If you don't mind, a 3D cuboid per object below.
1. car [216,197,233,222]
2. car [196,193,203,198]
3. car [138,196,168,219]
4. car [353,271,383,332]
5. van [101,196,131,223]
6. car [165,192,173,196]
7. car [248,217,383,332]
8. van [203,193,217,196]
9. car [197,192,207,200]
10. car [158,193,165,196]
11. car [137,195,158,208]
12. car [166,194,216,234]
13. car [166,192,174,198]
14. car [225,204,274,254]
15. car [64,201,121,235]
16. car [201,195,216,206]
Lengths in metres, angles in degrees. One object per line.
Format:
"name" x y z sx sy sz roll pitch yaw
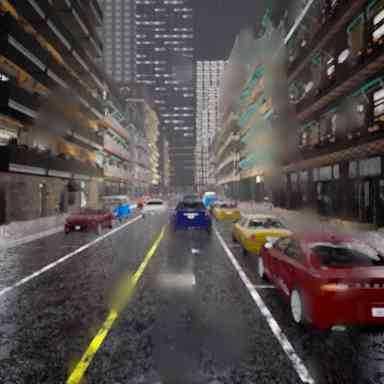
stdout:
"car" 2.403 1.300 23.953 1.752 1.417 4.829 0 0 0
"car" 1.955 0.899 86.368 1.802 1.307 4.206 0 0 0
"car" -2.941 1.312 27.041 1.812 1.442 4.674 0 0 0
"car" 2.567 1.516 1.028 1.887 1.381 4.507 0 1 0
"van" -5.475 1.173 23.716 1.690 1.788 3.998 0 0 0
"car" -5.843 0.888 74.923 1.967 1.590 4.097 0 0 0
"car" 2.527 1.466 6.717 1.887 1.381 4.507 0 1 0
"van" 2.282 0.982 40.850 1.690 1.788 3.998 0 0 0
"car" 2.078 0.871 69.297 1.967 1.590 4.097 0 0 0
"car" -5.680 1.155 52.166 1.887 1.381 4.507 0 0 0
"car" -5.598 1.242 40.787 1.887 1.381 4.507 0 0 0
"car" -0.052 1.192 18.078 2.097 1.767 4.553 0 0 0
"car" -5.965 0.777 91.993 1.967 1.590 4.097 0 0 0
"car" 2.485 1.395 12.576 1.752 1.417 4.829 0 0 0
"car" -5.435 1.424 18.029 1.887 1.381 4.507 0 0 0
"car" 2.240 1.122 46.711 1.752 1.417 4.829 0 0 0
